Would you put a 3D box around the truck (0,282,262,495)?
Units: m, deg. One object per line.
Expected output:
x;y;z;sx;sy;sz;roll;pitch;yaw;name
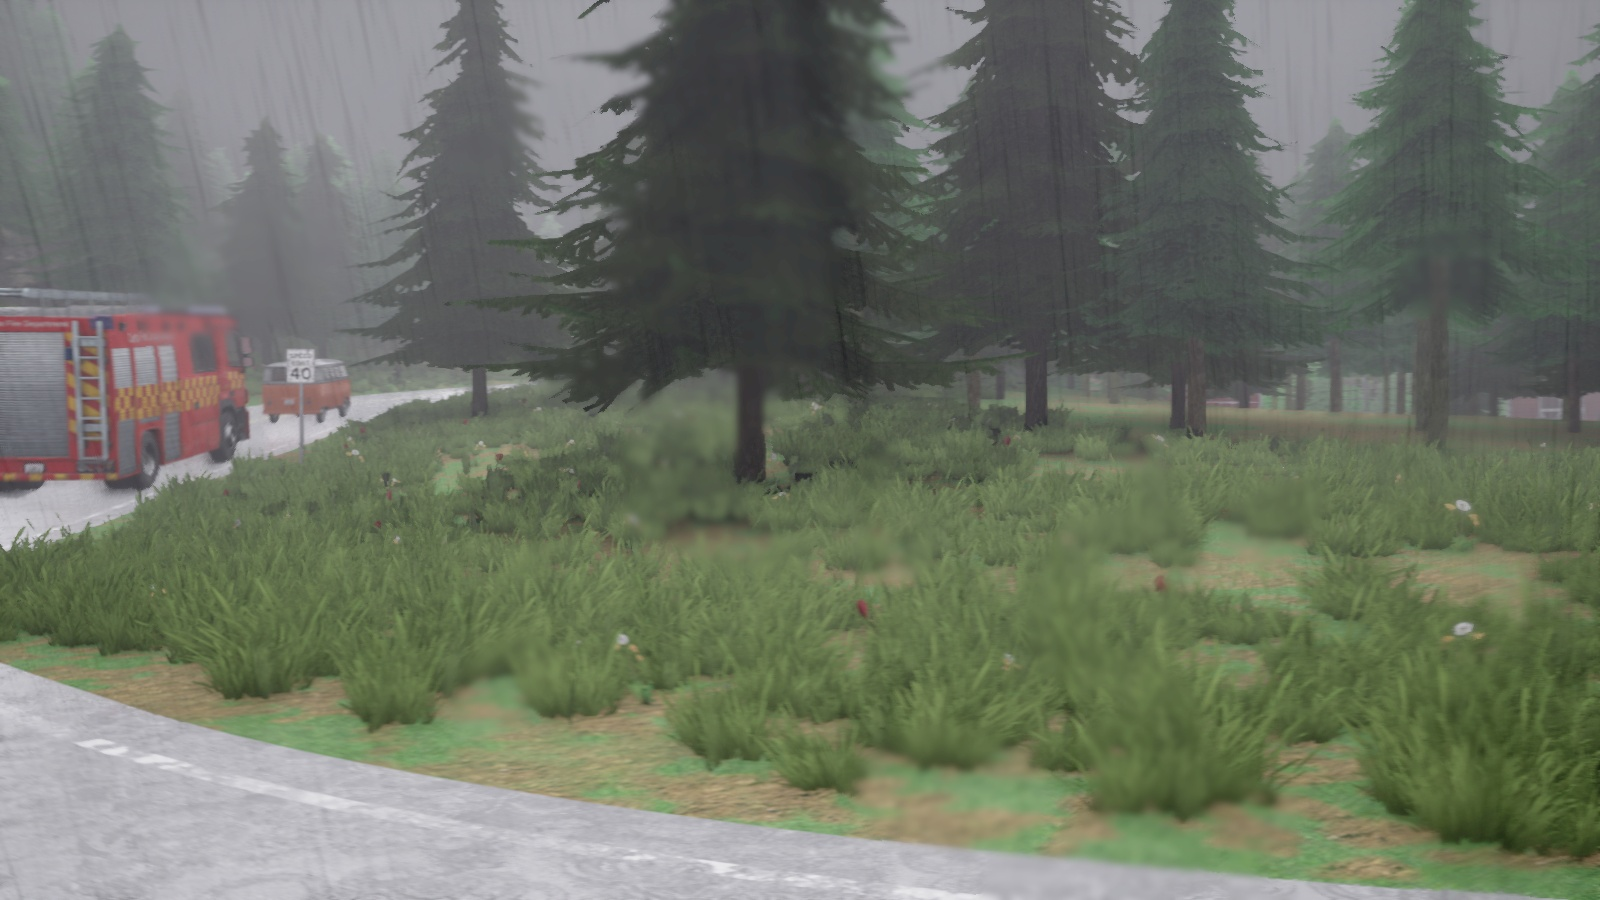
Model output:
-14.312;-1.519;26.897;2.891;3.827;8.468;0;6;-8;truck

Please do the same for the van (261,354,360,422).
-16.110;-2.113;41.567;1.775;1.987;4.442;0;6;-4;van
